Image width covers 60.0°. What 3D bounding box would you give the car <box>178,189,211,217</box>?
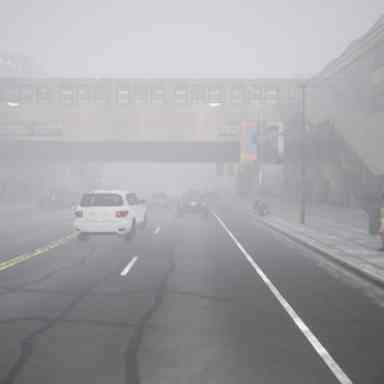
[{"bbox_3d":[0.088,0.853,24.952,2.097,1.767,4.553,0,1,0],"label":"car"}]

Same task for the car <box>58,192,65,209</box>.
[{"bbox_3d":[-10.548,0.909,31.984,2.033,1.411,5.357,0,1,0],"label":"car"}]

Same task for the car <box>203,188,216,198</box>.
[{"bbox_3d":[3.269,0.094,63.260,2.185,1.767,4.553,0,1,0],"label":"car"}]

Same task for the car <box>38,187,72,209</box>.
[{"bbox_3d":[-13.505,0.552,33.894,2.435,2.045,5.566,0,1,0],"label":"car"}]

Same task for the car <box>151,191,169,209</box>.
[{"bbox_3d":[-3.350,0.878,33.546,2.033,1.411,5.357,0,1,0],"label":"car"}]

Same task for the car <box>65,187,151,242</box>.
[{"bbox_3d":[-3.381,0.925,14.745,2.150,2.045,5.566,0,1,0],"label":"car"}]

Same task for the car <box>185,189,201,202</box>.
[{"bbox_3d":[0.198,0.425,46.565,2.097,1.767,4.553,0,1,1],"label":"car"}]

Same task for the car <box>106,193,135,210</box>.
[{"bbox_3d":[-7.038,0.865,33.074,1.812,1.442,4.674,0,1,0],"label":"car"}]

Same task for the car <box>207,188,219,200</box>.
[{"bbox_3d":[3.214,0.435,52.489,2.231,1.521,4.892,0,1,10],"label":"car"}]

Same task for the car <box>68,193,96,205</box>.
[{"bbox_3d":[-13.537,0.772,41.296,1.895,1.301,4.718,0,1,0],"label":"car"}]

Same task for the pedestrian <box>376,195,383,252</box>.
[{"bbox_3d":[6.127,0.931,10.409,0.375,1.860,0.375,0,1,0],"label":"pedestrian"}]

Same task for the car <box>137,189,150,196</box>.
[{"bbox_3d":[-10.257,0.146,70.611,1.994,1.385,4.181,0,1,0],"label":"car"}]

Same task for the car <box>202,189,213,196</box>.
[{"bbox_3d":[3.141,0.092,69.686,2.097,1.535,5.008,0,1,0],"label":"car"}]

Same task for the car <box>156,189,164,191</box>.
[{"bbox_3d":[-6.757,0.071,70.603,1.882,1.535,5.008,0,1,0],"label":"car"}]
